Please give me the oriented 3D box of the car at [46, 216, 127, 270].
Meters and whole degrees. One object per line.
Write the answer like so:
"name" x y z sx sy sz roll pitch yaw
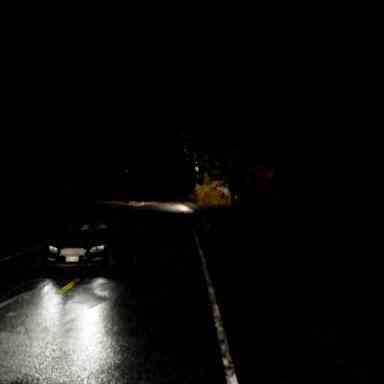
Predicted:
"car" -3.441 1.614 11.642 2.128 1.511 4.902 0 -1 -3
